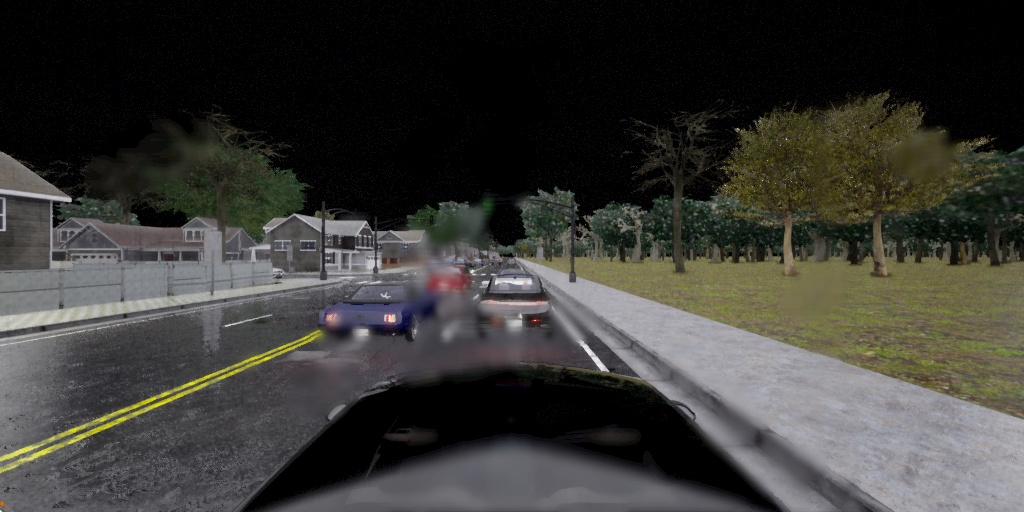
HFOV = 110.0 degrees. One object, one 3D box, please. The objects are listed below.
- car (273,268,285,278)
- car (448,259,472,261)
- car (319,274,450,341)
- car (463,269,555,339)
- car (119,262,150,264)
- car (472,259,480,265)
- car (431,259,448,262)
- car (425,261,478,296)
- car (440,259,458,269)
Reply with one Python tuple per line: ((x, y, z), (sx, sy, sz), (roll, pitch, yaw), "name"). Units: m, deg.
((-22.530, 1.306, 31.418), (4.674, 1.442, 1.812), (0, 0, 0), "car")
((-6.646, 1.305, 46.080), (1.994, 1.385, 4.181), (0, 0, 0), "car")
((-3.155, 1.351, 9.825), (1.895, 1.301, 4.718), (0, 0, 0), "car")
((0.087, 1.241, 10.087), (2.128, 1.511, 4.902), (0, 0, 0), "car")
((-32.767, 1.289, 31.442), (4.902, 1.511, 2.128), (0, 0, 0), "car")
((-6.650, 1.333, 56.041), (1.895, 1.301, 4.718), (0, 0, 0), "car")
((-9.879, 1.267, 46.061), (1.812, 1.442, 4.674), (0, 0, 0), "car")
((-3.170, 1.227, 19.171), (1.882, 1.535, 5.008), (0, 0, 0), "car")
((-9.898, 1.210, 56.667), (1.882, 1.535, 5.008), (0, 0, 0), "car")
